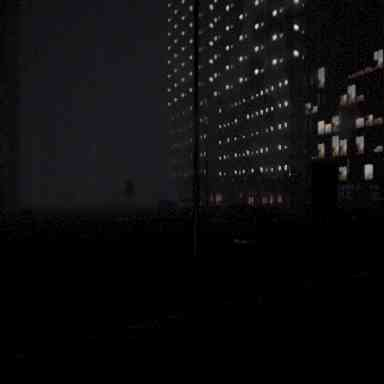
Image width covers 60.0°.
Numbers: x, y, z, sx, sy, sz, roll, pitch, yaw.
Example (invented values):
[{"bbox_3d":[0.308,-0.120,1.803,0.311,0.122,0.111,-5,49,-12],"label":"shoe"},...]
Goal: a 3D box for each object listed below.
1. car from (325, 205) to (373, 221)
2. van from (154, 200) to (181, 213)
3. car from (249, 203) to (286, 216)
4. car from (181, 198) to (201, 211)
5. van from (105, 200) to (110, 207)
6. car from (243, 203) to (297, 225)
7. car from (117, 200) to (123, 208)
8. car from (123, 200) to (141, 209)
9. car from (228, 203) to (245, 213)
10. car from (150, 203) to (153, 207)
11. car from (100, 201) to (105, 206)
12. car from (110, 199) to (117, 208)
[{"bbox_3d":[13.849,1.816,29.708,2.008,1.369,4.403,-1,-1,-26],"label":"car"},{"bbox_3d":[-3.479,1.973,46.331,1.690,1.788,3.998,-1,-1,-26],"label":"van"},{"bbox_3d":[8.961,2.027,39.839,1.947,1.339,4.313,-1,-1,-26],"label":"car"},{"bbox_3d":[-0.452,1.962,53.261,2.150,2.045,5.566,0,-1,-24],"label":"car"},{"bbox_3d":[-18.144,2.595,76.722,1.690,1.788,3.998,-1,-1,-26],"label":"van"},{"bbox_3d":[6.302,1.787,26.066,2.008,1.369,4.403,-1,-1,-26],"label":"car"},{"bbox_3d":[-13.179,2.565,66.437,1.752,1.417,4.829,-1,-1,-26],"label":"car"},{"bbox_3d":[-10.808,2.490,61.524,2.008,1.369,4.403,-1,-1,-26],"label":"car"},{"bbox_3d":[6.517,2.127,44.904,1.947,1.339,4.313,-1,-1,-26],"label":"car"},{"bbox_3d":[-8.148,2.759,75.296,1.802,1.307,4.206,-1,-1,-26],"label":"car"},{"bbox_3d":[-23.028,3.011,86.850,1.887,1.381,4.507,-1,-1,-26],"label":"car"},{"bbox_3d":[-15.696,2.693,71.655,1.887,1.381,4.507,-1,-1,-26],"label":"car"}]
